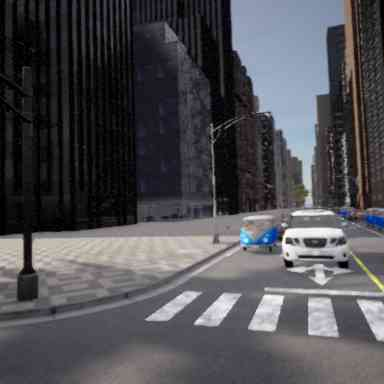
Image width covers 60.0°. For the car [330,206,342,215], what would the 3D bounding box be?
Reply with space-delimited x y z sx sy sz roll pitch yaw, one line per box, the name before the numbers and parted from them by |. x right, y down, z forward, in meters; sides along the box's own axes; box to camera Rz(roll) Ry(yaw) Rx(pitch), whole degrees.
car | 34.325 4.372 79.313 2.192 1.841 5.009 -3 -3 19

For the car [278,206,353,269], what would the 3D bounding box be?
car | 5.045 1.785 13.718 2.150 2.045 5.566 -3 -3 20

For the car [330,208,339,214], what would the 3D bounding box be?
car | 36.271 4.811 84.815 1.752 1.417 4.829 -3 -3 19

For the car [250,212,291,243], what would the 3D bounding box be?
car | 5.584 2.362 23.249 2.192 1.841 5.009 -3 -3 19

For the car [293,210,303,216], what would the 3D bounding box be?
car | 24.413 4.822 76.755 1.947 1.339 4.313 -3 -3 19

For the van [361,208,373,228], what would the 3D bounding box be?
van | 17.386 2.404 31.145 1.690 1.788 3.998 -3 -3 19

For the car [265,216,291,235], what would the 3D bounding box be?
car | 7.474 2.846 28.588 1.802 1.307 4.206 -3 -3 19

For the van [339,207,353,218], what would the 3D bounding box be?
van | 26.797 3.511 57.904 1.690 1.788 3.998 -3 -3 19

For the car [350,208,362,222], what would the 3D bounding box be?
car | 21.159 3.086 41.835 1.802 1.307 4.206 -3 -3 19

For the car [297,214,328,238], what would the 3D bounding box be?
car | 9.068 2.505 25.116 1.882 1.535 5.008 -3 -3 19

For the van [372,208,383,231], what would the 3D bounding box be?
van | 15.505 2.184 25.793 1.690 1.788 3.998 -3 -3 19

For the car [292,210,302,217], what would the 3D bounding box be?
car | 22.473 4.553 71.244 1.752 1.417 4.829 -3 -3 19

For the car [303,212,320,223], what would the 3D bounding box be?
car | 15.973 3.422 44.496 1.895 1.301 4.718 -3 -3 20

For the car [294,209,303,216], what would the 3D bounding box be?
car | 26.237 4.997 81.947 1.752 1.417 4.829 -3 -3 19

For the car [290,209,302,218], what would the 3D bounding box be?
car | 20.644 4.253 66.058 1.967 1.590 4.097 -3 -3 19

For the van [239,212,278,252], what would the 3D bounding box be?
van | 3.702 2.170 17.896 1.690 1.788 3.998 -3 -3 19

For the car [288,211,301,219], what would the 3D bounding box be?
car | 18.766 4.142 60.700 2.008 1.369 4.403 -3 -3 19
